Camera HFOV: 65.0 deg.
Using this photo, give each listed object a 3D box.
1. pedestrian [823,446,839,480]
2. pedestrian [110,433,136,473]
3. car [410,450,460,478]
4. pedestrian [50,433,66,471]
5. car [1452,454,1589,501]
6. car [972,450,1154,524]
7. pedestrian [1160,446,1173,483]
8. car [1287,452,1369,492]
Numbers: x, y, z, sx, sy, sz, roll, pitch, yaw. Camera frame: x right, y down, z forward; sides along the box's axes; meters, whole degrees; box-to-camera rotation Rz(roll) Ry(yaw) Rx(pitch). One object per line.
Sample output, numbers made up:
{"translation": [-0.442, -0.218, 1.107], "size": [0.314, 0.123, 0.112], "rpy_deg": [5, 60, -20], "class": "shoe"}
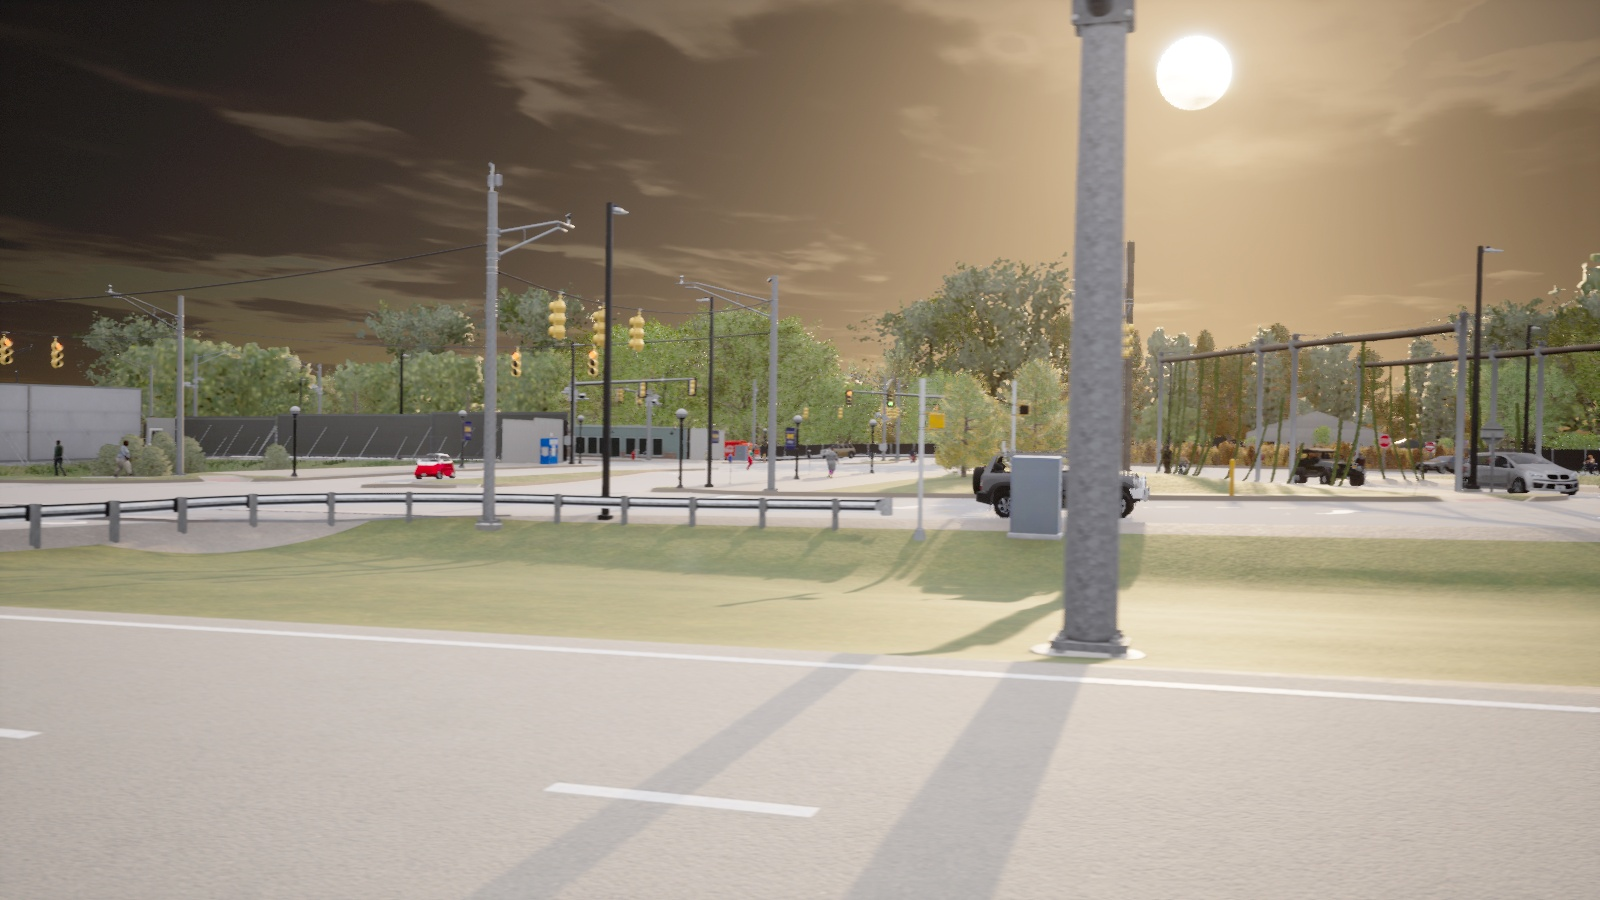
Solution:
{"translation": [1.843, 0.762, 74.221], "size": [0.659, 1.952, 0.873], "rpy_deg": [2, 1, 19], "class": "pedestrian"}
{"translation": [-32.681, 0.145, 60.651], "size": [0.900, 1.855, 0.874], "rpy_deg": [1, 1, -15], "class": "pedestrian"}
{"translation": [-19.098, 0.713, 65.736], "size": [1.481, 1.376, 2.207], "rpy_deg": [1, 0, 18], "class": "car"}
{"translation": [-36.691, 0.098, 62.095], "size": [0.614, 1.847, 0.353], "rpy_deg": [2, 1, 19], "class": "pedestrian"}
{"translation": [27.583, 1.043, 48.258], "size": [2.242, 1.667, 4.611], "rpy_deg": [1, -1, -7], "class": "car"}
{"translation": [7.102, 0.951, 33.813], "size": [4.605, 1.855, 1.932], "rpy_deg": [0, 1, 18], "class": "car"}
{"translation": [19.629, 0.763, 67.266], "size": [0.395, 1.930, 0.692], "rpy_deg": [1, 1, -6], "class": "pedestrian"}
{"translation": [25.780, 1.044, 61.448], "size": [1.905, 1.878, 3.866], "rpy_deg": [1, 0, -9], "class": "car"}
